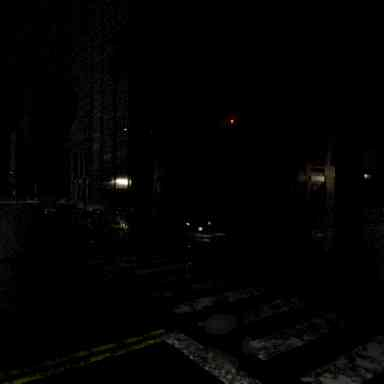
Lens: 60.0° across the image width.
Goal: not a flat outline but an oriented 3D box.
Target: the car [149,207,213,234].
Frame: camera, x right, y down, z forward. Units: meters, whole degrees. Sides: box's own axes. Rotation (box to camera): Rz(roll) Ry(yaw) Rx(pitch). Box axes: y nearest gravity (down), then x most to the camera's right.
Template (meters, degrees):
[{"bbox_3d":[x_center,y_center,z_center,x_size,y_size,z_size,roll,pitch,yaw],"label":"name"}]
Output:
[{"bbox_3d":[-0.875,1.604,20.086,2.033,1.411,5.357,0,-1,-30],"label":"car"}]

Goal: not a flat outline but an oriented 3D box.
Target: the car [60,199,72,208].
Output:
[{"bbox_3d":[-20.760,1.790,54.207,1.812,1.442,4.674,1,-1,-35],"label":"car"}]

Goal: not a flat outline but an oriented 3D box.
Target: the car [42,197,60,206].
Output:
[{"bbox_3d":[-26.556,1.803,62.379,2.128,1.511,4.902,1,-1,-36],"label":"car"}]

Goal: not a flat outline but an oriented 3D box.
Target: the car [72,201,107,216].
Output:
[{"bbox_3d":[-10.416,1.662,34.099,1.812,1.442,4.674,1,-1,-35],"label":"car"}]

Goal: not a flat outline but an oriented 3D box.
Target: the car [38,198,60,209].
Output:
[{"bbox_3d":[-22.202,1.723,50.841,2.128,1.511,4.902,1,-1,-35],"label":"car"}]
